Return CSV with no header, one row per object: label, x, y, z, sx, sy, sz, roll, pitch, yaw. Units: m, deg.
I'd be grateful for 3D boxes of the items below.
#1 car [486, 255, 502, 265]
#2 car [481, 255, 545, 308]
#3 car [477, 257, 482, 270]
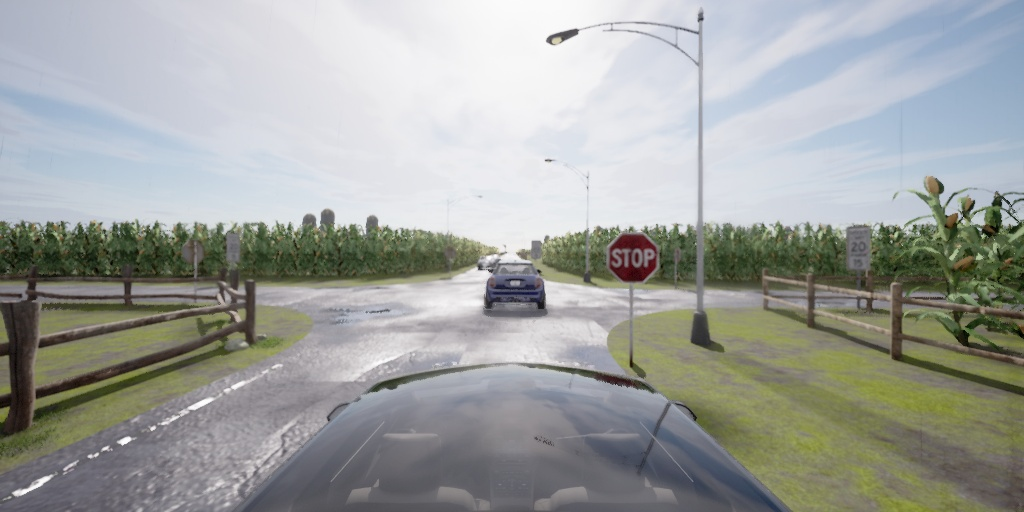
car,-2.663,0.548,54.437,2.128,1.511,4.902,0,1,0
car,0.126,0.945,14.297,2.097,1.767,4.553,0,0,0
car,-2.729,0.752,39.184,2.128,1.511,4.902,0,1,0
